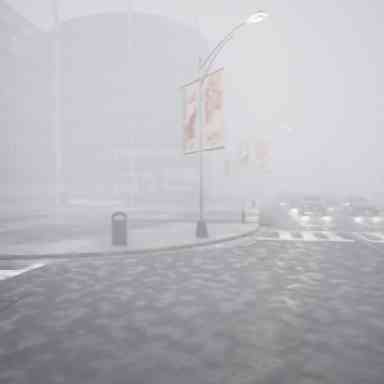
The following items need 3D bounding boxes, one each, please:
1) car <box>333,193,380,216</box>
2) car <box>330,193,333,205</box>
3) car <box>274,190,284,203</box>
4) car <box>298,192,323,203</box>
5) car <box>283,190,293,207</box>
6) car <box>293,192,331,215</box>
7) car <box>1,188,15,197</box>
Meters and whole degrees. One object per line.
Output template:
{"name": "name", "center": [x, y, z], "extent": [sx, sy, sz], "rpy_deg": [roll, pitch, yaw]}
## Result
{"name": "car", "center": [13.068, 1.014, 26.411], "extent": [2.033, 1.411, 5.357], "rpy_deg": [0, 1, 12]}
{"name": "car", "center": [15.077, 0.842, 36.217], "extent": [2.033, 1.411, 5.357], "rpy_deg": [0, 1, 12]}
{"name": "car", "center": [12.843, 0.507, 46.212], "extent": [2.097, 1.767, 4.553], "rpy_deg": [0, 1, 1]}
{"name": "car", "center": [16.348, 0.691, 46.144], "extent": [1.994, 1.385, 4.181], "rpy_deg": [0, 1, 1]}
{"name": "car", "center": [11.539, 0.814, 36.337], "extent": [2.128, 1.511, 4.902], "rpy_deg": [0, 1, 12]}
{"name": "car", "center": [9.637, 0.989, 27.115], "extent": [1.837, 1.490, 4.892], "rpy_deg": [0, 1, 12]}
{"name": "car", "center": [-35.950, 0.341, 61.959], "extent": [5.566, 2.045, 2.435], "rpy_deg": [0, 1, 11]}
